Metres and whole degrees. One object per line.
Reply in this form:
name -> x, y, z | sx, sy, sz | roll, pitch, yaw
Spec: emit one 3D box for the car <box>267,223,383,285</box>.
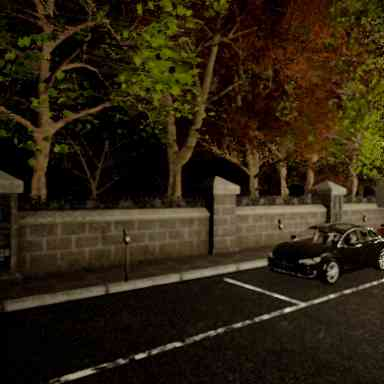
car -> 4.045, 1.601, 9.535 | 4.403, 1.369, 2.008 | 0, 0, -35
